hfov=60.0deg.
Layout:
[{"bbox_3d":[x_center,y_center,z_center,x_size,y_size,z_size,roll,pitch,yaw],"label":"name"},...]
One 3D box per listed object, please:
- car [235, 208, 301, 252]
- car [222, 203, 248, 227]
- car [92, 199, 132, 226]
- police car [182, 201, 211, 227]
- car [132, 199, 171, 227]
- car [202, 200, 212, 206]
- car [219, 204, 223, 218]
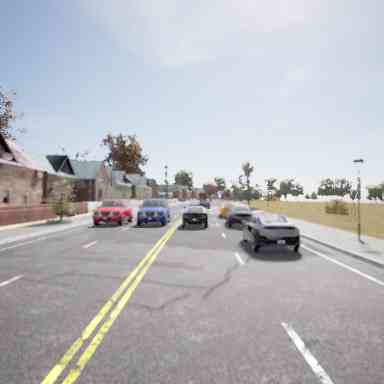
[{"bbox_3d":[3.377,1.690,14.854,2.128,1.511,4.902,0,-1,1],"label":"car"},{"bbox_3d":[3.630,1.848,25.794,1.837,1.490,4.892,0,-1,2],"label":"car"},{"bbox_3d":[-6.183,1.576,26.697,2.150,2.045,5.566,0,-1,2],"label":"car"},{"bbox_3d":[0.308,1.771,25.976,1.930,1.638,5.238,0,-1,2],"label":"police car"},{"bbox_3d":[-2.938,1.574,26.490,2.150,2.045,5.566,0,-1,2],"label":"car"},{"bbox_3d":[3.631,2.635,80.677,2.128,1.511,4.902,0,-1,5],"label":"car"},{"bbox_3d":[4.014,1.969,36.731,1.882,1.535,5.008,0,-1,2],"label":"car"}]
